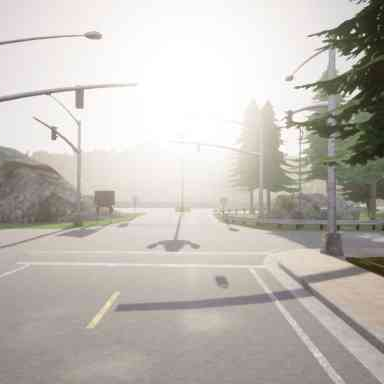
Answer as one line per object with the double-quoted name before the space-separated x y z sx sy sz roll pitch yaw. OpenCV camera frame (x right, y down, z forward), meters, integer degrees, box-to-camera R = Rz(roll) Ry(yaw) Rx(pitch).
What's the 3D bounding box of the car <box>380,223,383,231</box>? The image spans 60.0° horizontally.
"car" 15.001 2.063 21.057 5.357 1.411 2.033 0 -1 -2
